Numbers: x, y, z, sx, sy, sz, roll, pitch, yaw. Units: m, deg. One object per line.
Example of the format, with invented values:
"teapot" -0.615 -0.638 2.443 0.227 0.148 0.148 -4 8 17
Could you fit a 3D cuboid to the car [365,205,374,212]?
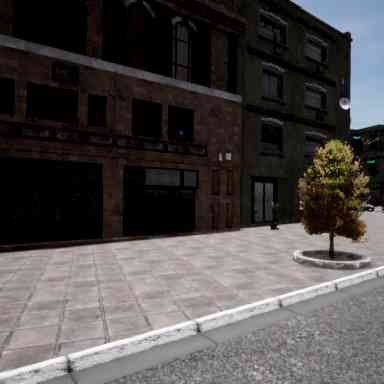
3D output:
"car" 18.691 1.568 38.151 1.947 1.339 4.313 1 -1 -18
